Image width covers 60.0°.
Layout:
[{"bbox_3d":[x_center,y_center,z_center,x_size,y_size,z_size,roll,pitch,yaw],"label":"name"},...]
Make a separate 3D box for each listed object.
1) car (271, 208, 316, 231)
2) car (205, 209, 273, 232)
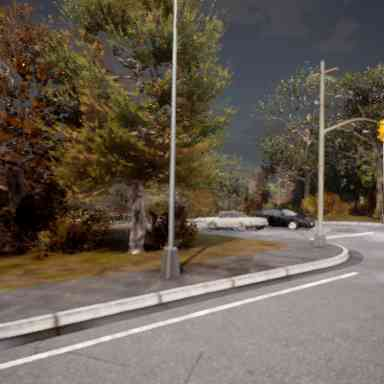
[{"bbox_3d":[6.679,1.948,24.669,1.882,1.535,5.008,2,-2,-37],"label":"car"},{"bbox_3d":[3.081,2.040,23.639,1.895,1.301,4.718,2,-3,-37],"label":"car"}]
